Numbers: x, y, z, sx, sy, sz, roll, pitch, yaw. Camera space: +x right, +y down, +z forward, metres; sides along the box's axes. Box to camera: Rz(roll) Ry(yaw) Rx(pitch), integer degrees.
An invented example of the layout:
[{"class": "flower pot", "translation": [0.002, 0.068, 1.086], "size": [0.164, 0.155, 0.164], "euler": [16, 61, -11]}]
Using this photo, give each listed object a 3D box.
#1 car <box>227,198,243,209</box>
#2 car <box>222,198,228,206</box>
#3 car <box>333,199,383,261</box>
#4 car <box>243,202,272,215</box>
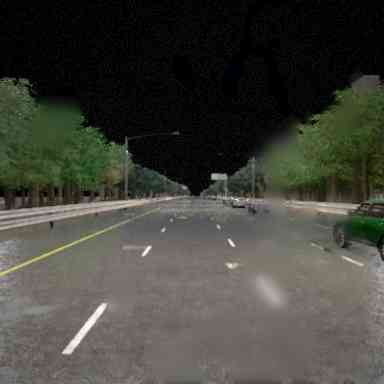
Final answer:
[{"class": "car", "translation": [7.141, 1.887, 51.965], "size": [1.994, 1.385, 4.181], "euler": [0, -1, 0]}, {"class": "car", "translation": [7.239, 1.962, 67.322], "size": [2.128, 1.511, 4.902], "euler": [0, -1, 0]}, {"class": "car", "translation": [7.006, 1.240, 11.615], "size": [2.150, 2.045, 5.566], "euler": [0, 0, 0]}, {"class": "car", "translation": [7.064, 1.769, 35.535], "size": [1.895, 1.301, 4.718], "euler": [0, -1, 0]}]
